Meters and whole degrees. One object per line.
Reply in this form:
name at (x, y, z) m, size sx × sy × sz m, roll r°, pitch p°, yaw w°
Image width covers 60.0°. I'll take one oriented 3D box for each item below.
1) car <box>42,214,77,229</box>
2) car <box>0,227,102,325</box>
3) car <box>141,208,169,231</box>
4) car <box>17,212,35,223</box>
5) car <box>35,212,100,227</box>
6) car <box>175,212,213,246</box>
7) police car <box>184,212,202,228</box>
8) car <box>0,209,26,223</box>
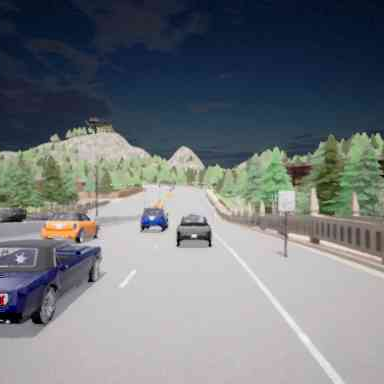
car at (-14.072, 3.107, 35.585) m, size 1.812 × 1.442 × 4.674 m, roll 0°, pitch -4°, yaw 0°
car at (-3.399, 1.669, 7.156) m, size 1.895 × 1.301 × 4.718 m, roll 0°, pitch -1°, yaw 0°
car at (-3.397, 2.526, 30.937) m, size 2.150 × 2.045 × 5.566 m, roll 0°, pitch -3°, yaw 0°
car at (-17.567, 3.289, 37.975) m, size 1.994 × 1.385 × 4.181 m, roll 0°, pitch -4°, yaw 0°
car at (-6.898, 1.966, 19.408) m, size 2.097 × 1.767 × 4.553 m, roll 0°, pitch -3°, yaw 0°
car at (0.099, 2.044, 18.277) m, size 2.128 × 1.511 × 4.902 m, roll 0°, pitch -3°, yaw 0°
police car at (0.078, 3.167, 38.302) m, size 1.930 × 1.638 × 5.238 m, roll 0°, pitch -3°, yaw 0°
car at (-21.066, 2.964, 38.283) m, size 2.150 × 2.045 × 5.566 m, roll 0°, pitch -3°, yaw 0°
